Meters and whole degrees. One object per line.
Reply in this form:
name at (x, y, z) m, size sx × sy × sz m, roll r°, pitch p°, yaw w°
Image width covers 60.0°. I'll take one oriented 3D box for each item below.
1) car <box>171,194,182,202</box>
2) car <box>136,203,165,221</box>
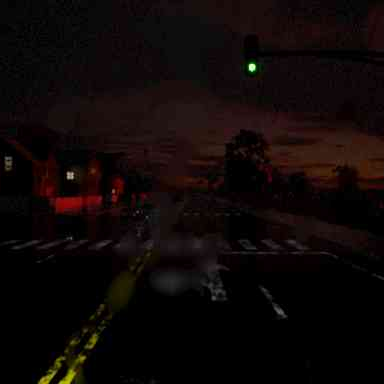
car at (-3.109, 1.234, 68.727) m, size 2.097 × 1.767 × 4.553 m, roll 0°, pitch 0°, yaw 0°
car at (-3.196, 1.545, 26.182) m, size 1.895 × 1.301 × 4.718 m, roll 0°, pitch 0°, yaw 0°
